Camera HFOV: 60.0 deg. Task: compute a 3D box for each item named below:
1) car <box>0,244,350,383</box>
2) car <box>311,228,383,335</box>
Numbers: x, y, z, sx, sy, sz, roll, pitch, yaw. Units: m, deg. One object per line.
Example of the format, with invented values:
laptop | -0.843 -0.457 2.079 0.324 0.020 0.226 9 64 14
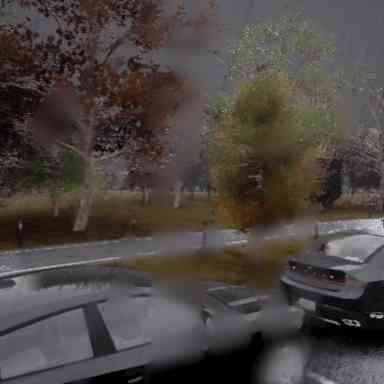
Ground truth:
car | -0.887 1.497 3.279 5.008 1.535 2.097 -1 0 -34
car | 3.852 1.450 6.465 4.892 1.521 2.231 -1 0 -32
